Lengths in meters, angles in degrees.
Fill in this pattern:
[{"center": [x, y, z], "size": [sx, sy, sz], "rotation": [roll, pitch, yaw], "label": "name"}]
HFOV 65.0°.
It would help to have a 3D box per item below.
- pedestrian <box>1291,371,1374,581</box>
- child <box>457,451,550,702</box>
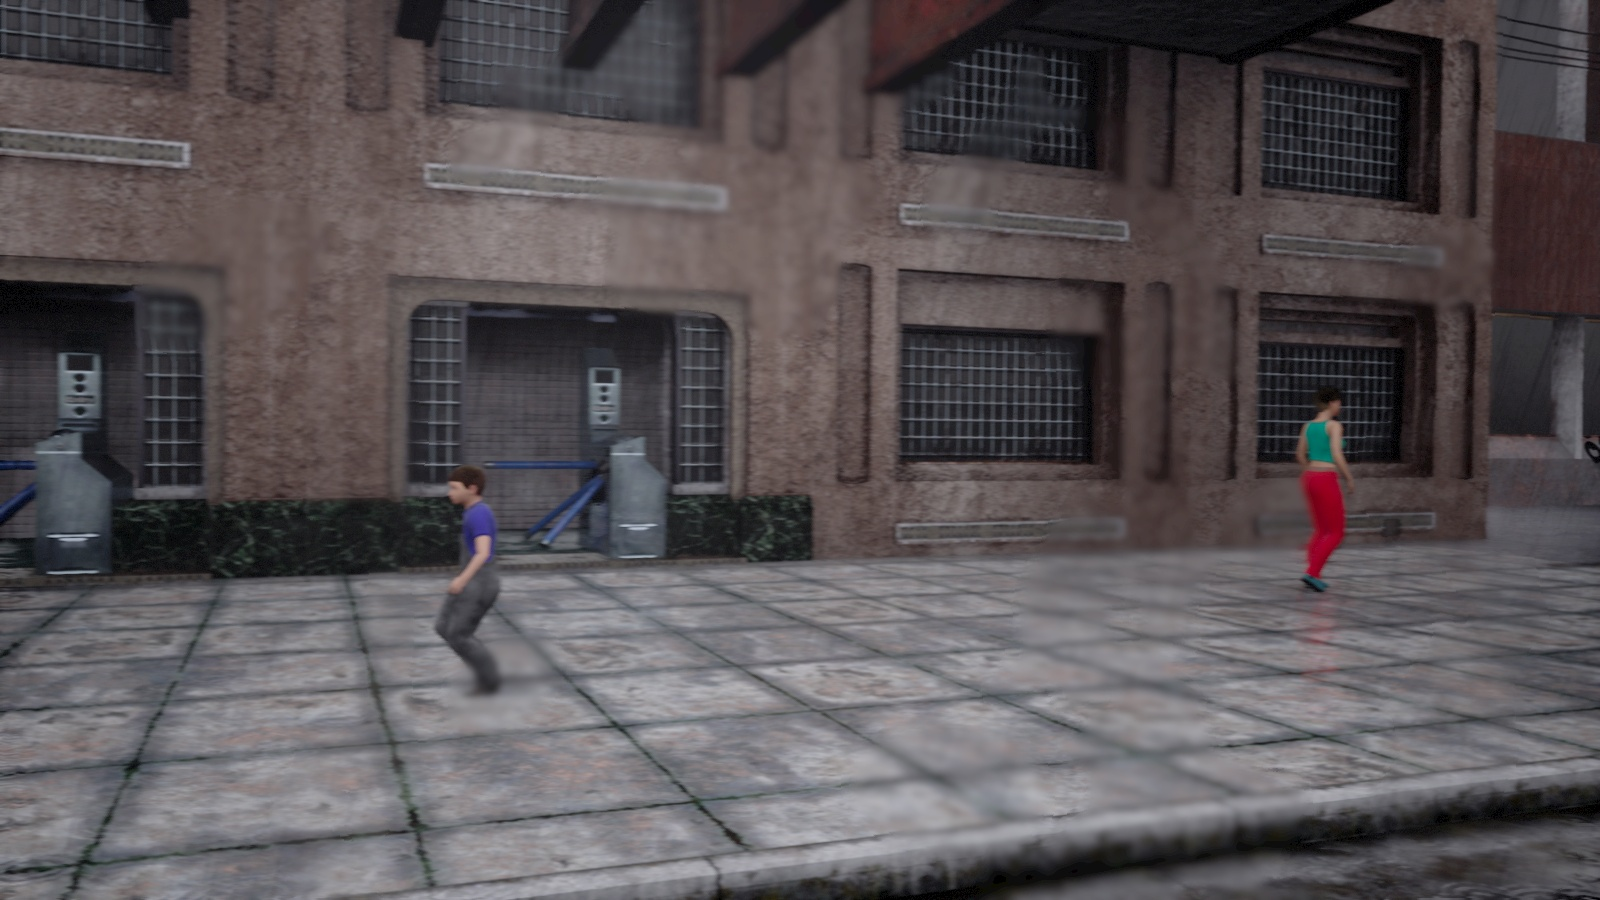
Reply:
[{"center": [4.755, 0.220, 11.219], "size": [0.594, 1.836, 0.345], "rotation": [-1, 1, -13], "label": "pedestrian"}, {"center": [-1.555, 0.644, 6.570], "size": [0.437, 1.263, 0.270], "rotation": [-1, 1, -18], "label": "child"}]
